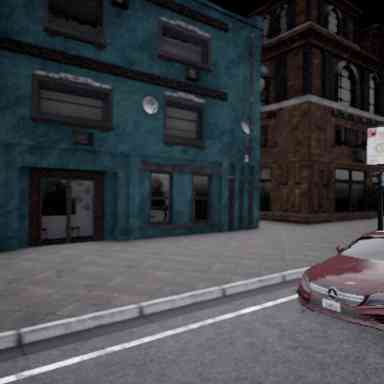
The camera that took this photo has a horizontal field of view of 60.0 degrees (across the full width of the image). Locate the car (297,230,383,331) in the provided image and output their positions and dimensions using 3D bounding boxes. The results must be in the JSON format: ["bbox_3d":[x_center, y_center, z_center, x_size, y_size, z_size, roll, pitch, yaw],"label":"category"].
[{"bbox_3d":[4.094,1.524,6.610,4.674,1.442,1.812,0,0,-36],"label":"car"}]
